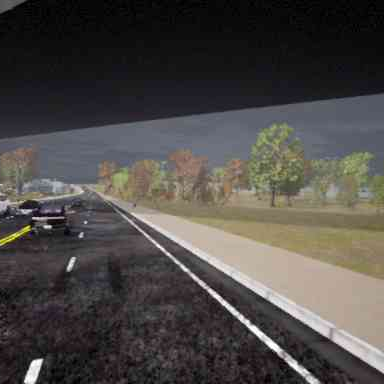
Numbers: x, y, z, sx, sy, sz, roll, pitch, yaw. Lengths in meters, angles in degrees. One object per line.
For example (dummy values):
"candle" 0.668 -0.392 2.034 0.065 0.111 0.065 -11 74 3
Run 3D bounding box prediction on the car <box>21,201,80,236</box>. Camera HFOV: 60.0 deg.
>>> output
"car" -7.647 1.480 18.458 2.128 1.511 4.902 0 0 -16

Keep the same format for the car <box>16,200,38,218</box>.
"car" -14.657 1.498 30.345 1.812 1.442 4.674 0 0 -16

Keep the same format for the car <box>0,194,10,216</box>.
"car" -17.775 1.176 29.431 2.150 2.045 5.566 0 0 -16

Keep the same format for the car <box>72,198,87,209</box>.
"car" -15.271 1.542 44.746 2.033 1.411 5.357 0 0 -16
